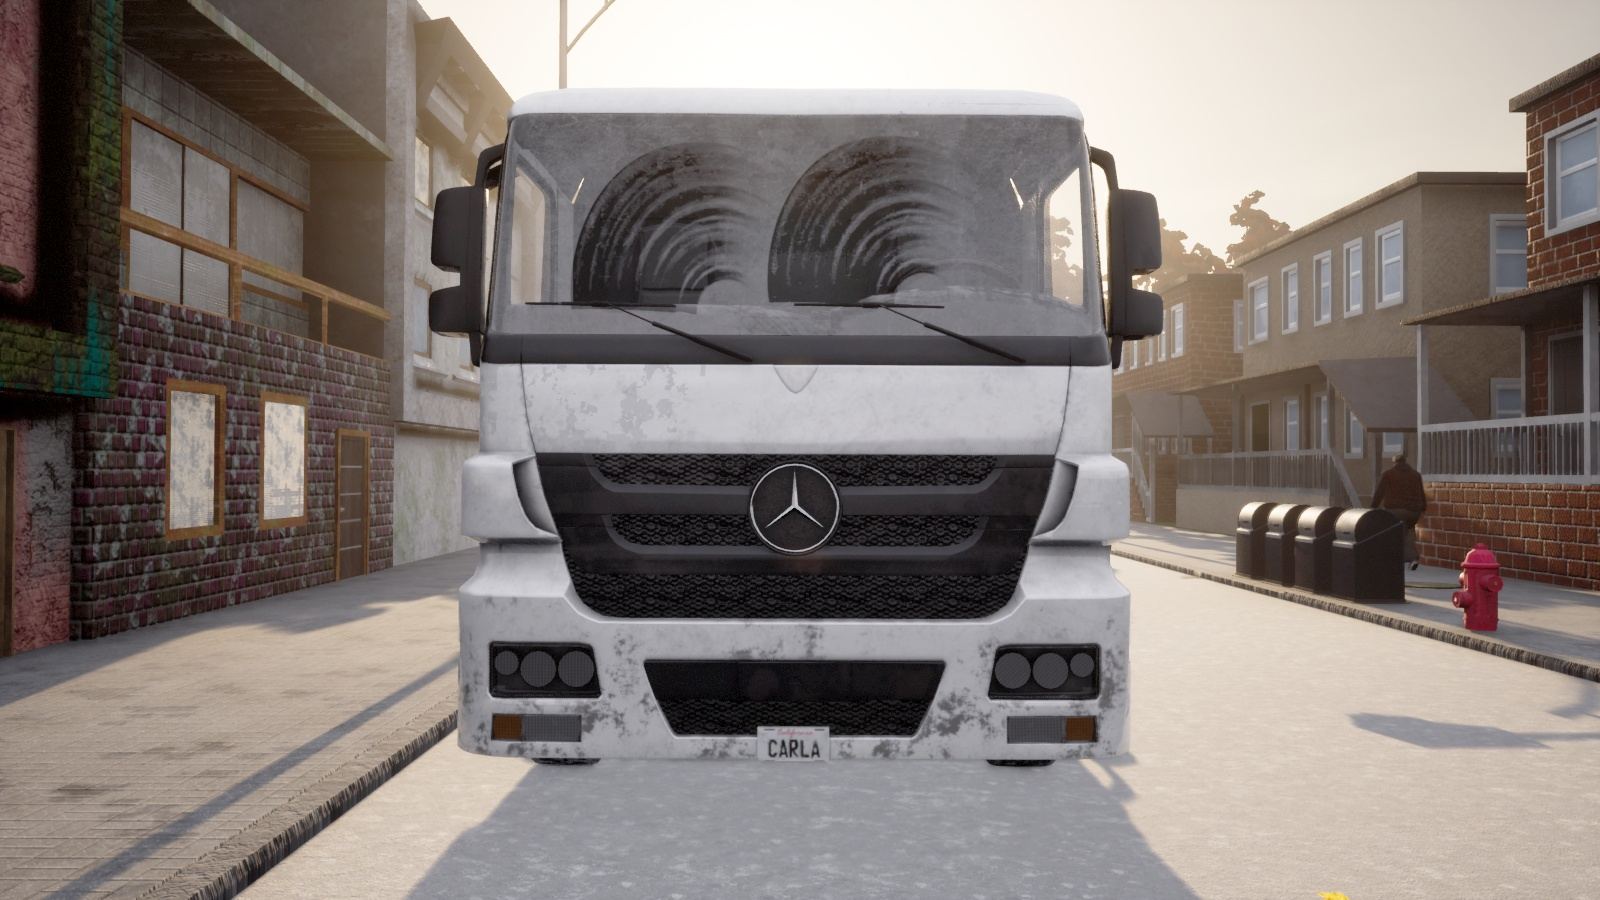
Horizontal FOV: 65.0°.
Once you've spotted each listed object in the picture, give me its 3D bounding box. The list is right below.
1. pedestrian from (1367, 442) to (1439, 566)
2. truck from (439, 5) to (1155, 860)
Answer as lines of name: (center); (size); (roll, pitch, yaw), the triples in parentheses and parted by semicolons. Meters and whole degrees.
pedestrian: (9.187, 0.808, 19.157); (0.634, 1.844, 0.899); (0, -1, 0)
truck: (-0.025, -0.015, 9.072); (2.891, 3.462, 7.936); (0, -1, 0)
